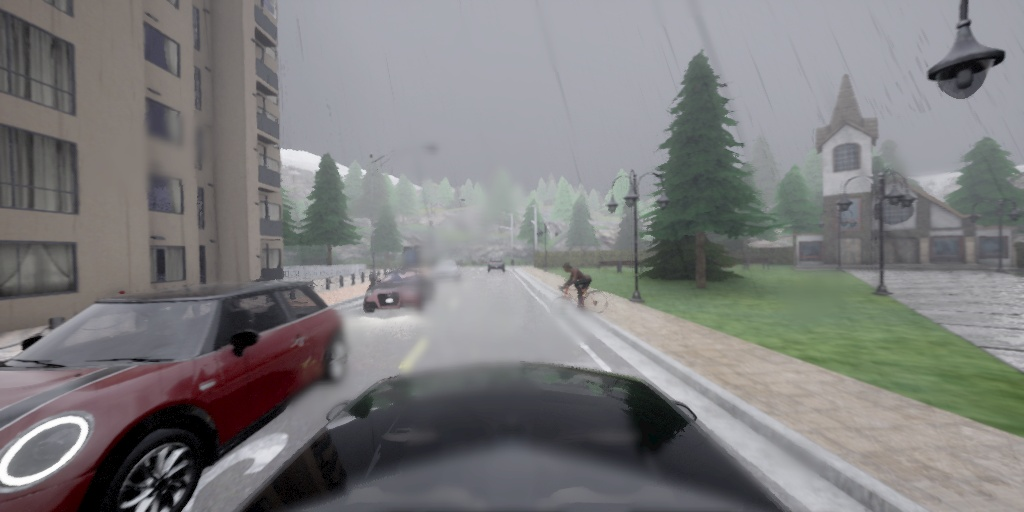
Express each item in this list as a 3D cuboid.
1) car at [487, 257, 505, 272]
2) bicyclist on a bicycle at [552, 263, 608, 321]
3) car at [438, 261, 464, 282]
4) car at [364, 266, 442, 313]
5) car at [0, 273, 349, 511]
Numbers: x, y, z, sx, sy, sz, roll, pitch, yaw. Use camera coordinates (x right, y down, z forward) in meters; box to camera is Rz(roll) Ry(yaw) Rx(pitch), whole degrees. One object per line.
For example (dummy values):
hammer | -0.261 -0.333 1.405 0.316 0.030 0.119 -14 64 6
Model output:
car | -1.745 0.906 39.714 2.128 1.511 4.902 -1 1 -3
bicyclist on a bicycle | 1.900 0.998 10.431 1.656 1.620 0.582 -10 1 -3
car | -4.790 1.117 27.024 1.812 1.442 4.674 -1 0 -3
car | -4.143 1.271 13.845 1.994 1.385 4.181 -1 1 -3
car | -3.653 1.145 3.967 2.097 1.767 4.553 -1 1 -3
